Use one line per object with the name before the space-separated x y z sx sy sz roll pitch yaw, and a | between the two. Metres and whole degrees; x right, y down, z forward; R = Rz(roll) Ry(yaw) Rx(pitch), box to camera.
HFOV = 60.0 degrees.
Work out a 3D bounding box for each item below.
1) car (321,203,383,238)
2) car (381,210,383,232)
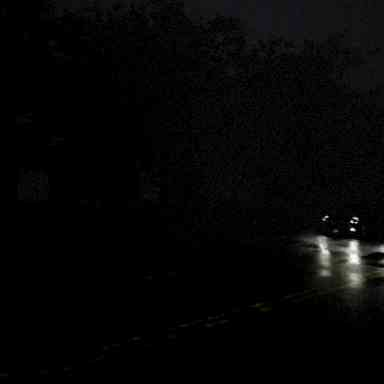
car | 9.102 1.406 18.161 4.553 1.767 2.097 0 0 -35
car | 10.965 1.618 15.498 4.181 1.385 1.994 0 0 -35
